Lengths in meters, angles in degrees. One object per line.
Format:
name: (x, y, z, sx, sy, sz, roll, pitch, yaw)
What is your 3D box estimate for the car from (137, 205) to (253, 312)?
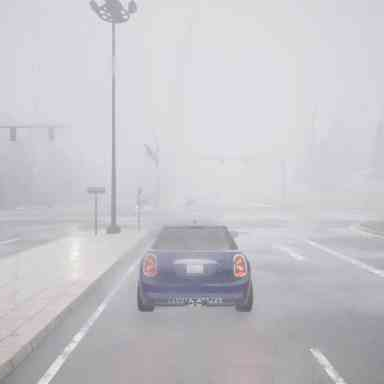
car: (0.069, 1.352, 7.880, 2.097, 1.767, 4.553, 0, 0, 0)

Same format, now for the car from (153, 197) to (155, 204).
car: (-8.389, 1.505, 66.249, 1.837, 1.490, 4.892, 0, 0, 0)

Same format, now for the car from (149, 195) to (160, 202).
car: (-8.535, 1.540, 76.687, 2.033, 1.411, 5.357, 0, 0, -1)

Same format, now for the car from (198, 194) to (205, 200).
car: (2.660, 1.442, 95.586, 1.882, 1.535, 5.008, 0, 0, -1)

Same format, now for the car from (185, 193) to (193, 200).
car: (-0.840, 1.189, 95.559, 2.150, 2.045, 5.566, 0, 0, -1)

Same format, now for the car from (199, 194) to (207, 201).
car: (2.828, 1.513, 85.262, 1.812, 1.442, 4.674, 0, 0, -1)

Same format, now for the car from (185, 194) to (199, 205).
car: (-0.176, 1.525, 54.699, 1.812, 1.442, 4.674, 0, 0, -1)

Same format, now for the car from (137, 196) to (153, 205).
car: (-8.299, 1.505, 57.040, 1.837, 1.490, 4.892, 0, 0, -1)

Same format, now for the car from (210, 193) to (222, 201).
car: (6.333, 1.215, 84.992, 2.150, 2.045, 5.566, 0, 0, -1)
